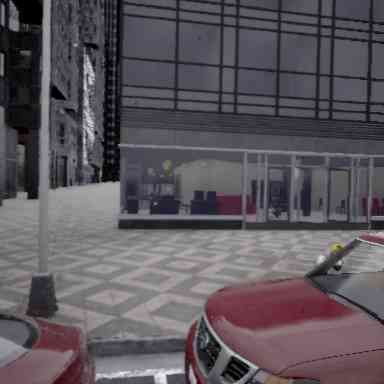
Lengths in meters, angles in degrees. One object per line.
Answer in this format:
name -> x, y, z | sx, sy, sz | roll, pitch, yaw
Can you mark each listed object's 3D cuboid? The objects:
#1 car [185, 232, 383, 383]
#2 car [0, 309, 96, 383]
car -> 2.498, 1.318, 3.229 | 5.009, 1.841, 2.192 | 1, 1, -10
car -> -2.853, 1.457, 2.303 | 4.206, 1.307, 1.802 | 1, 1, -10
